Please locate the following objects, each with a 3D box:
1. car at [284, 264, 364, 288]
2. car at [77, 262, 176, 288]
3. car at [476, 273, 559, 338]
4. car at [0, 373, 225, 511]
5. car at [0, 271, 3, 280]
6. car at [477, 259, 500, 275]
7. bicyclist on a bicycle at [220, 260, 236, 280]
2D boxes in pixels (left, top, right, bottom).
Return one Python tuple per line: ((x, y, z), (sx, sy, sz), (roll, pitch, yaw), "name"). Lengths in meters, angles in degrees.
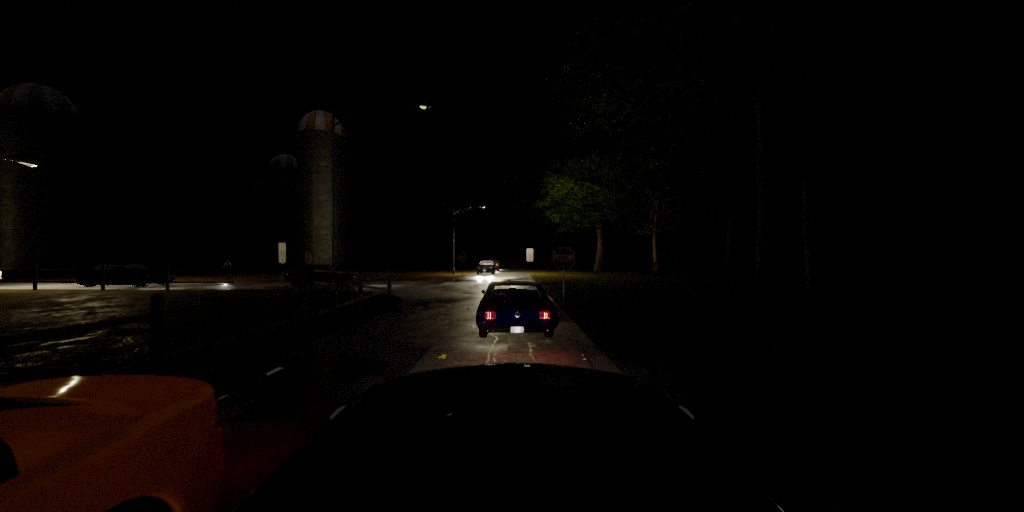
((-12.039, 1.249, 23.089), (4.674, 1.442, 1.812), (0, 0, -4), "car")
((-24.340, 1.172, 22.733), (5.008, 1.535, 1.882), (0, 0, 0), "car")
((0.060, 1.351, 10.200), (1.895, 1.301, 4.718), (0, 0, -2), "car")
((-2.853, 1.227, 0.270), (1.882, 1.535, 5.008), (0, 0, 0), "car")
((-36.094, 0.891, 22.652), (5.566, 2.045, 2.150), (0, 0, 0), "car")
((-2.838, 1.273, 39.895), (2.128, 1.511, 4.902), (0, 0, 0), "car")
((-22.735, 1.137, 28.722), (0.582, 1.620, 1.656), (0, 0, 0), "bicyclist on a bicycle")
